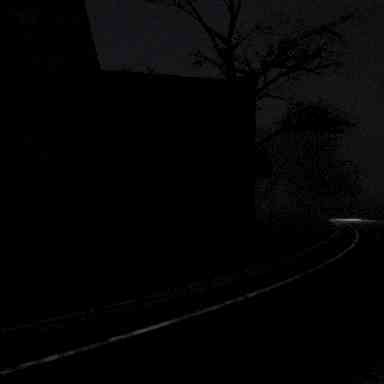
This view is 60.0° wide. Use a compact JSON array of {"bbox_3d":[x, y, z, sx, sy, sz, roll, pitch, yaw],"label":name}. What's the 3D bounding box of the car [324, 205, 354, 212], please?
[{"bbox_3d":[15.011,1.564,34.106,1.994,1.385,4.181,1,-1,4],"label":"car"}]
